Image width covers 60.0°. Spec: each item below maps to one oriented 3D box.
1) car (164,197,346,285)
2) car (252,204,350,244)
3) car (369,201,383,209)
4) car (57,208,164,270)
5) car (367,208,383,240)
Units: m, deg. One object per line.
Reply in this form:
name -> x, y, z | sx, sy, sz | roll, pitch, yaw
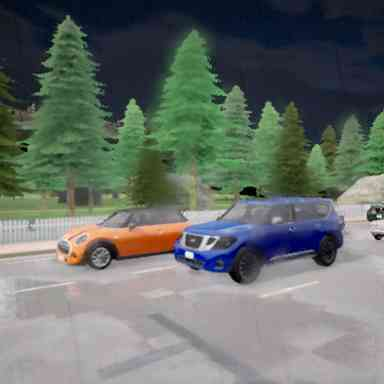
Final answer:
car -> 2.195, 1.194, 9.816 | 5.566, 2.045, 2.150 | 0, 0, -35
car -> 5.452, 1.426, 16.284 | 5.008, 1.535, 1.882 | 0, 0, -34
car -> 13.875, 1.132, 21.537 | 5.566, 2.045, 2.150 | 0, 0, -27
car -> -2.025, 1.335, 11.099 | 4.553, 1.767, 2.097 | 0, 0, -35
car -> 10.240, 1.536, 15.353 | 4.718, 1.301, 1.895 | 0, 0, -33
